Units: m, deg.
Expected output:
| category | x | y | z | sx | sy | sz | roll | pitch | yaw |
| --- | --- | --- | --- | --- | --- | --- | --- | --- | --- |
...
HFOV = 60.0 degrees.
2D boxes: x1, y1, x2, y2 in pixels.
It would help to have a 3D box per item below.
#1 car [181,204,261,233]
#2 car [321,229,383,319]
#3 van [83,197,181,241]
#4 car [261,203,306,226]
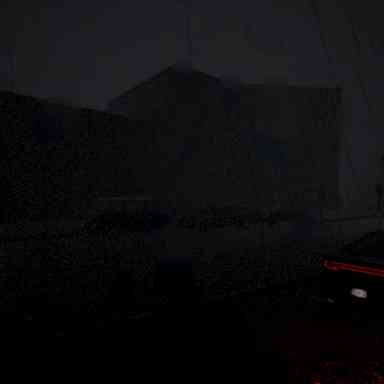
| category | x | y | z | sx | sy | sz | roll | pitch | yaw |
| --- | --- | --- | --- | --- | --- | --- | --- | --- | --- |
| car | 1.493 | 1.476 | 19.756 | 4.792 | 1.488 | 2.163 | 0 | 0 | -36 |
| car | 4.708 | 1.468 | 6.798 | 5.008 | 1.535 | 1.882 | 0 | 0 | -36 |
| van | -3.067 | 1.227 | 16.485 | 4.442 | 1.987 | 1.878 | 0 | 0 | -36 |
| car | 5.950 | 1.482 | 22.973 | 4.674 | 1.452 | 2.002 | 0 | -2 | -36 |
